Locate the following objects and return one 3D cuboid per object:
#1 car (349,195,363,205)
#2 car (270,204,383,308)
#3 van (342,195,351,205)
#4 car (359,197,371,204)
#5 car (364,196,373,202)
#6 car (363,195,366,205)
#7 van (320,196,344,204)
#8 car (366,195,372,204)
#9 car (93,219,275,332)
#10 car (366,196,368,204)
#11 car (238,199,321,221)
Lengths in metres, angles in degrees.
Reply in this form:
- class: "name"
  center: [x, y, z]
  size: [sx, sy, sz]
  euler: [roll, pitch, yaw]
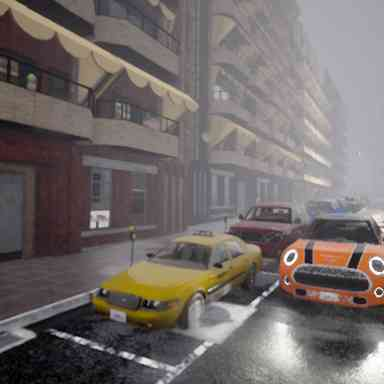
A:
- class: "car"
  center: [16.789, 1.350, 35.932]
  size: [2.192, 1.841, 5.009]
  euler: [2, 1, 30]
- class: "car"
  center: [3.667, 1.354, 8.123]
  size: [2.097, 1.767, 4.553]
  euler: [0, 0, 30]
- class: "van"
  center: [11.258, 1.359, 26.353]
  size: [1.690, 1.788, 3.998]
  euler: [2, 1, 30]
- class: "car"
  center: [36.140, 1.689, 69.462]
  size: [1.887, 1.381, 4.507]
  euler: [1, 0, 30]
- class: "car"
  center: [44.435, 1.802, 83.833]
  size: [1.802, 1.307, 4.206]
  euler: [1, 0, 30]
- class: "car"
  center: [19.554, 1.360, 40.721]
  size: [2.192, 1.841, 5.009]
  euler: [2, 1, 30]
- class: "van"
  center: [8.493, 1.352, 21.562]
  size: [1.690, 1.788, 3.998]
  euler: [2, 1, 30]
- class: "car"
  center: [33.379, 1.438, 64.669]
  size: [2.192, 1.841, 5.009]
  euler: [1, 1, 30]
- class: "car"
  center: [0.109, 1.531, 7.050]
  size: [1.752, 1.417, 4.829]
  euler: [2, 1, 30]
- class: "car"
  center: [25.080, 1.636, 50.304]
  size: [1.947, 1.339, 4.313]
  euler: [2, 1, 30]
- class: "car"
  center: [2.964, 1.321, 11.985]
  size: [2.192, 1.841, 5.009]
  euler: [2, 1, 30]
